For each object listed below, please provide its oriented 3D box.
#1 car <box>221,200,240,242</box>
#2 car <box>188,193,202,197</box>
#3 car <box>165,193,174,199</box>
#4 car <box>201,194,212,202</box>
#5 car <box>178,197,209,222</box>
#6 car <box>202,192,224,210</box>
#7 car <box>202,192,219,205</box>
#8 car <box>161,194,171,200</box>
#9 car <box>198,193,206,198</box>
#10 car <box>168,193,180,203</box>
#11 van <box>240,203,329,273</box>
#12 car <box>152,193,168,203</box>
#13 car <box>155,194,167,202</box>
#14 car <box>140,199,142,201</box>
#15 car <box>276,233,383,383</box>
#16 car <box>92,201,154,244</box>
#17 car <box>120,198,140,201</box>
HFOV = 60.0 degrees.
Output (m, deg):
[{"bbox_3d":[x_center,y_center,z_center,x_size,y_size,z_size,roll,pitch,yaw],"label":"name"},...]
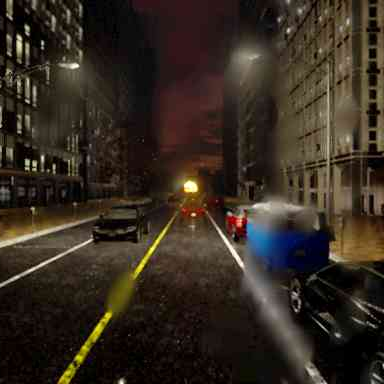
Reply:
[{"bbox_3d":[2.691,1.340,15.796,1.967,1.590,4.097,0,0,0],"label":"car"},{"bbox_3d":[0.095,1.233,41.097,1.837,1.490,4.892,0,0,0],"label":"car"},{"bbox_3d":[-5.698,0.964,84.113,2.008,1.369,4.403,0,0,0],"label":"car"},{"bbox_3d":[2.686,1.108,61.503,1.752,1.417,4.829,0,0,0],"label":"car"},{"bbox_3d":[0.099,1.365,24.912,1.812,1.442,4.674,0,0,0],"label":"car"},{"bbox_3d":[2.690,1.061,38.563,2.192,1.841,5.009,0,0,0],"label":"car"},{"bbox_3d":[2.688,0.981,49.948,2.192,1.841,5.009,0,0,0],"label":"car"},{"bbox_3d":[-5.696,1.082,72.728,1.802,1.307,4.206,0,0,0],"label":"car"},{"bbox_3d":[2.682,0.934,89.793,1.947,1.339,4.313,0,0,0],"label":"car"},{"bbox_3d":[-3.058,1.176,57.455,1.994,1.385,4.181,0,0,1],"label":"car"},{"bbox_3d":[2.692,1.277,10.105,1.690,1.788,3.998,0,0,0],"label":"van"},{"bbox_3d":[-5.694,1.177,55.652,2.008,1.369,4.403,0,0,0],"label":"car"},{"bbox_3d":[-5.695,1.150,61.345,1.947,1.339,4.313,0,0,0],"label":"car"},{"bbox_3d":[-5.692,1.337,32.884,2.008,1.369,4.403,0,0,0],"label":"car"},{"bbox_3d":[2.692,1.538,4.412,1.947,1.339,4.313,0,0,0],"label":"car"},{"bbox_3d":[-3.103,1.380,15.385,1.882,1.535,5.008,0,0,0],"label":"car"},{"bbox_3d":[-5.691,1.351,27.020,1.752,1.417,4.829,0,0,0],"label":"car"}]
